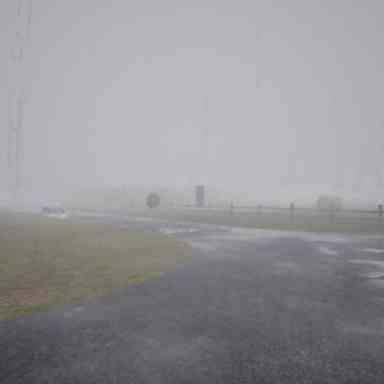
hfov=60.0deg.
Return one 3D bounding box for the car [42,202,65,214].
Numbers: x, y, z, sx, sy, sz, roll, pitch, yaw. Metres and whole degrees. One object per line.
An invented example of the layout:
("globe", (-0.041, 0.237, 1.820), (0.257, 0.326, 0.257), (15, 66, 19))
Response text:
("car", (-17.446, 1.981, 41.711), (1.812, 1.442, 4.674), (0, -1, -38))
